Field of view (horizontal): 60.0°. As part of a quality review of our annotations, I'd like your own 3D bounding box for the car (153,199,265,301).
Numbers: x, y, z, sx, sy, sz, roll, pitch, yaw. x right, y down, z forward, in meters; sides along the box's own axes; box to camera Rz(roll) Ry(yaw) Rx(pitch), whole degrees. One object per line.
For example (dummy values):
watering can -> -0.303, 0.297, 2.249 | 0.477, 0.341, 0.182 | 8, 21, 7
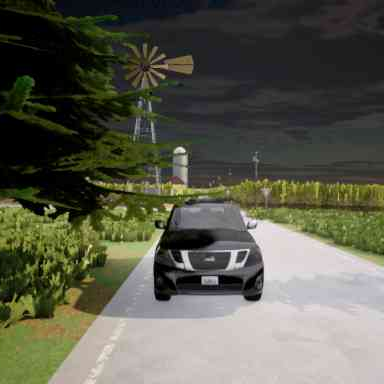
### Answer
car -> 0.333, 1.220, 8.675 | 2.150, 2.045, 5.566 | 0, 0, 0
